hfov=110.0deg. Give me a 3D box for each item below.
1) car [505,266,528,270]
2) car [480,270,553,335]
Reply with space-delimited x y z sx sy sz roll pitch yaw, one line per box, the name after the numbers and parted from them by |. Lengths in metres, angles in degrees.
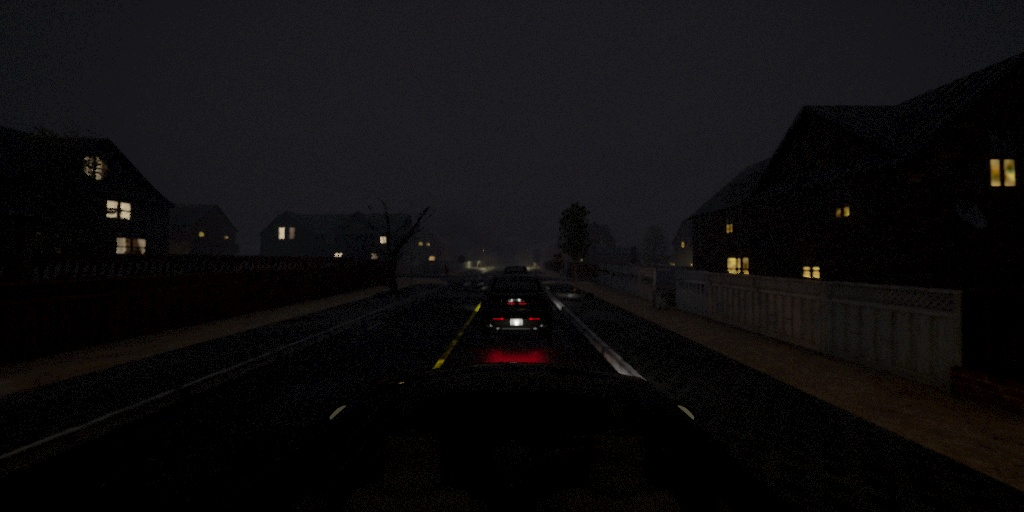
0.328 1.399 23.804 1.837 1.490 4.892 0 -1 4 | car
0.113 1.309 10.722 1.837 1.490 4.892 0 -1 0 | car
